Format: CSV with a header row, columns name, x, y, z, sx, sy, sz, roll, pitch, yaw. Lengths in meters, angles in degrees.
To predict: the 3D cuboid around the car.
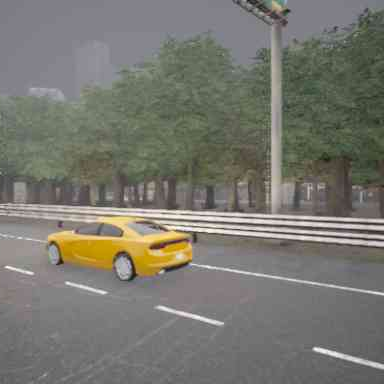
name,x,y,z,sx,sy,sz,roll,pitch,yaw
car,-2.325,1.477,9.830,5.008,1.535,1.882,0,0,35
